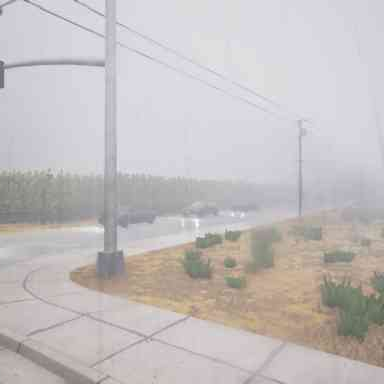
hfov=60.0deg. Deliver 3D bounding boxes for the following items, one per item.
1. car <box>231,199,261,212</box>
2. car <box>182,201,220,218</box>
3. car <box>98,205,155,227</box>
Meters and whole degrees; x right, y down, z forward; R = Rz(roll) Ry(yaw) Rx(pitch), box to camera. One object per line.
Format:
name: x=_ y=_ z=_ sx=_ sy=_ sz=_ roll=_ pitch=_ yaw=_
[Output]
car: x=6.571 y=1.581 z=40.107 sx=2.033 sy=1.411 sz=5.357 roll=0 pitch=0 yaw=33
car: x=0.943 y=1.560 z=31.325 sx=1.812 sy=1.442 sz=4.674 roll=0 pitch=0 yaw=32
car: x=-4.415 y=1.598 z=23.000 sx=1.994 sy=1.385 sz=4.181 roll=0 pitch=0 yaw=33
